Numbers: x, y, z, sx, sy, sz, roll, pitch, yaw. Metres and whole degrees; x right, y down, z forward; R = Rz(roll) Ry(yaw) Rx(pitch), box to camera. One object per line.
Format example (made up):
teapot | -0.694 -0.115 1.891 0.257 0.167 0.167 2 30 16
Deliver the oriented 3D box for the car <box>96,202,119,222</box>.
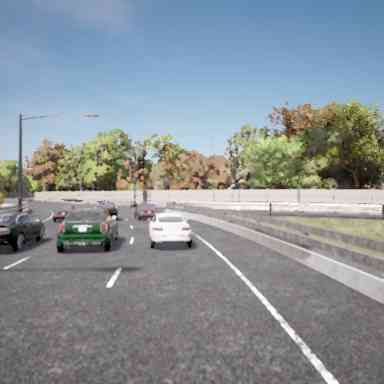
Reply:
car | -7.900 1.772 30.754 1.882 1.535 5.008 0 0 -17

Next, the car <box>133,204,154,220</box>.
car | -4.387 1.845 31.253 2.033 1.411 5.357 0 -1 -16

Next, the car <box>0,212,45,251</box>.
car | -8.032 1.635 14.724 2.128 1.511 4.902 0 0 -8

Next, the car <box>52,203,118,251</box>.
car | -4.529 1.494 14.980 2.097 1.767 4.553 0 -1 -8

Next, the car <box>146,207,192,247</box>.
car | -1.109 1.676 15.748 1.812 1.442 4.674 0 0 -8

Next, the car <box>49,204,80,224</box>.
car | -11.119 1.829 29.336 2.033 1.411 5.357 0 -1 -16
